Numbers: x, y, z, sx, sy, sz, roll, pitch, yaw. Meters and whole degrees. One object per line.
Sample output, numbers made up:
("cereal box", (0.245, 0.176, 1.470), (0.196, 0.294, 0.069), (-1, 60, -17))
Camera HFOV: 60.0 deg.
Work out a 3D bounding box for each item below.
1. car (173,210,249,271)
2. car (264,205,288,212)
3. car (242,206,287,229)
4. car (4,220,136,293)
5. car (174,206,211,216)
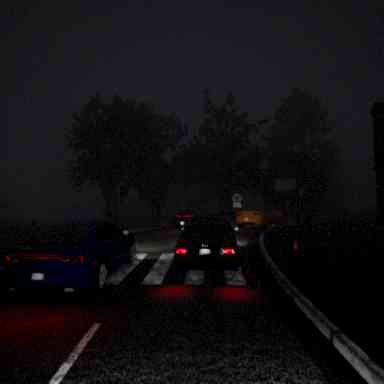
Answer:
("car", (0.558, 1.545, 10.922), (2.033, 1.411, 5.357), (-1, 0, 5))
("car", (19.042, 3.887, 75.702), (4.892, 1.490, 1.837), (-4, -6, 41))
("car", (4.927, 1.737, 23.441), (1.882, 1.535, 5.008), (-5, -5, 35))
("car", (-2.875, 1.494, 8.968), (1.882, 1.535, 5.008), (0, 0, 3))
("car", (0.478, 1.753, 22.605), (1.837, 1.490, 4.892), (-3, -3, 26))
